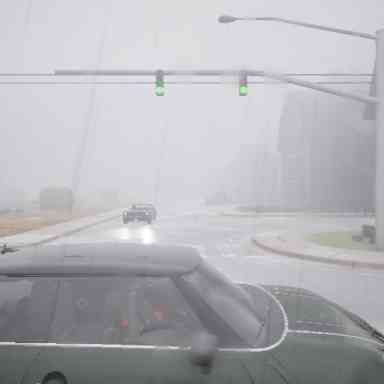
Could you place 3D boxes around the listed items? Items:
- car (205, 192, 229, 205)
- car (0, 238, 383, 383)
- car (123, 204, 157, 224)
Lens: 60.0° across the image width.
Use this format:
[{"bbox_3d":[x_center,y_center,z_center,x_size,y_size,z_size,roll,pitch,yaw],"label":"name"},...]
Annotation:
[{"bbox_3d":[3.932,0.991,52.666,1.905,1.878,3.866,-8,4,-42],"label":"car"},{"bbox_3d":[-0.346,1.321,3.138,4.553,1.767,2.097,0,0,1],"label":"car"},{"bbox_3d":[-3.685,1.522,24.048,1.895,1.301,4.718,0,0,0],"label":"car"}]
